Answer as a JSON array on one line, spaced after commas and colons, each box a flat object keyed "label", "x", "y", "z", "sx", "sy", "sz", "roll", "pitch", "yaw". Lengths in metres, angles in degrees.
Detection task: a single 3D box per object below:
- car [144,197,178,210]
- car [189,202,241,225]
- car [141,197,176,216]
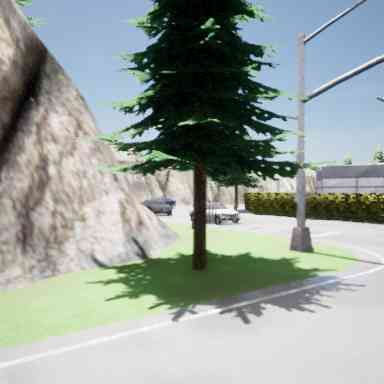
[{"label": "car", "x": -3.884, "y": 1.421, "z": 42.357, "sx": 1.882, "sy": 1.535, "sz": 5.008, "roll": 0, "pitch": 0, "yaw": 29}, {"label": "car", "x": 1.565, "y": 1.493, "z": 24.416, "sx": 1.812, "sy": 1.442, "sz": 4.674, "roll": 0, "pitch": 0, "yaw": -34}, {"label": "car", "x": -3.468, "y": 1.462, "z": 32.104, "sx": 1.837, "sy": 1.490, "sz": 4.892, "roll": 0, "pitch": 0, "yaw": -27}]
